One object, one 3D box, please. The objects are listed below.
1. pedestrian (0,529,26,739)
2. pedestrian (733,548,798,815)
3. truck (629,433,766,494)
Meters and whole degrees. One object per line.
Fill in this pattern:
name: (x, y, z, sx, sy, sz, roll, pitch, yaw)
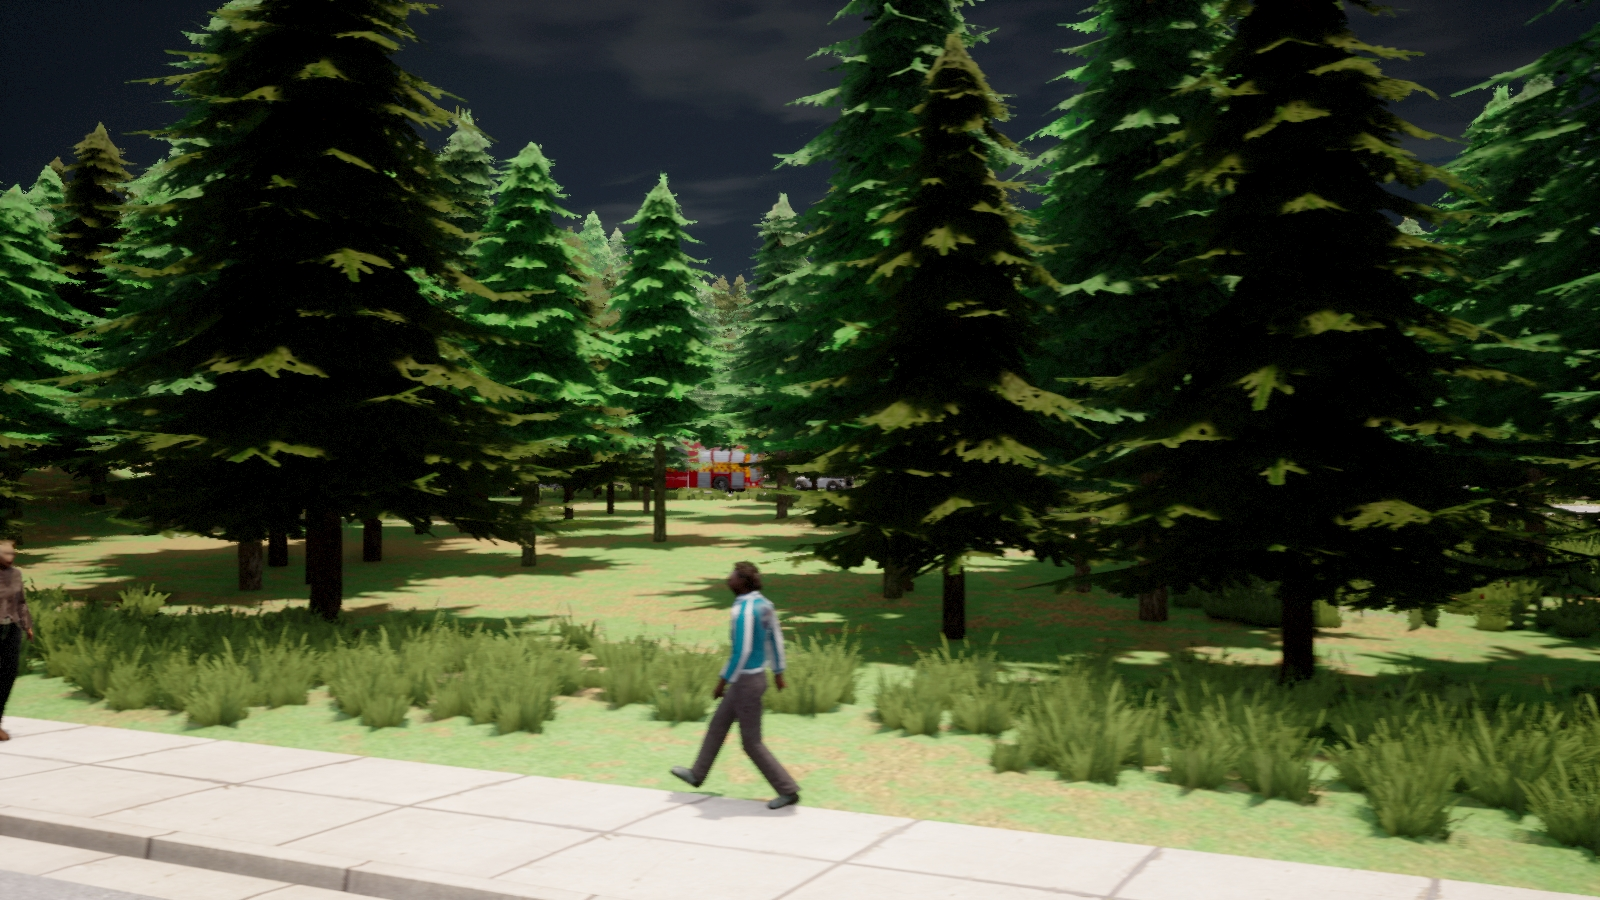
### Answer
pedestrian: (-7.345, 1.666, 10.385, 0.375, 1.860, 0.375, 0, 0, 29)
pedestrian: (-0.251, 1.668, 8.360, 0.375, 1.860, 0.375, 0, 0, 17)
truck: (-6.688, 0.852, 74.189, 8.468, 3.827, 2.891, 0, 0, 22)
